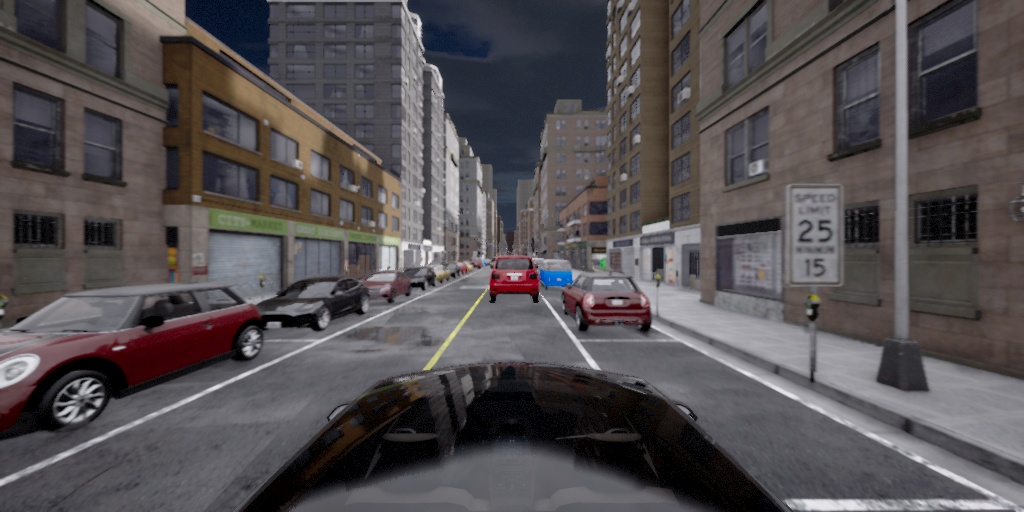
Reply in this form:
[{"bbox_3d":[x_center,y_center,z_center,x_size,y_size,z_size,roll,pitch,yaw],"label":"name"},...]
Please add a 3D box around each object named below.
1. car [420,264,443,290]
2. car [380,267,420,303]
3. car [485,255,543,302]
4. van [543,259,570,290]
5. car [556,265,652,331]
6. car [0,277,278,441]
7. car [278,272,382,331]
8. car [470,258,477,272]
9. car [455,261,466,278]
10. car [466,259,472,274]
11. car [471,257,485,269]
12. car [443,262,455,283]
[{"bbox_3d":[-5.858,1.338,22.346,1.948,1.339,4.313,0,0,0],"label":"car"},{"bbox_3d":[-5.858,1.349,16.678,1.802,1.307,4.207,0,0,0],"label":"car"},{"bbox_3d":[0.101,0.990,17.285,2.150,2.045,5.566,0,0,0],"label":"car"},{"bbox_3d":[2.668,1.112,22.353,1.690,1.789,3.998,0,0,0],"label":"van"},{"bbox_3d":[2.668,1.200,11.014,1.967,1.591,4.097,0,0,0],"label":"car"},{"bbox_3d":[-5.857,1.194,5.341,1.967,1.591,4.097,0,0,0],"label":"car"},{"bbox_3d":[-5.857,1.326,11.010,1.948,1.339,4.313,0,0,0],"label":"car"},{"bbox_3d":[-5.859,1.314,44.850,1.751,1.417,4.829,0,0,0],"label":"car"},{"bbox_3d":[-5.858,1.347,33.683,1.948,1.339,4.313,0,0,0],"label":"car"},{"bbox_3d":[-5.859,1.330,39.351,1.888,1.381,4.507,0,0,0],"label":"car"},{"bbox_3d":[-5.859,1.110,56.357,2.192,1.841,5.009,0,0,0],"label":"car"},{"bbox_3d":[-5.858,1.302,27.844,1.751,1.417,4.829,0,0,0],"label":"car"}]
